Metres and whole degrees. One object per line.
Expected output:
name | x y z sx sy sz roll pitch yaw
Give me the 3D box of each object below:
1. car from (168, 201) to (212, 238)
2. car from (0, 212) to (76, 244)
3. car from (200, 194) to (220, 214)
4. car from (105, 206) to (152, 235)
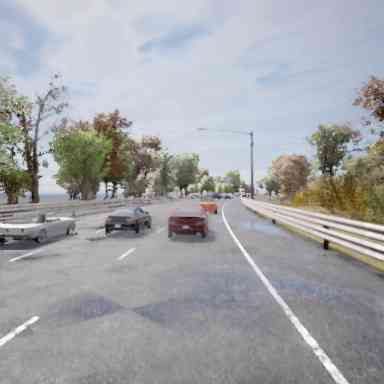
car | -0.096 1.473 17.799 1.882 1.535 5.008 0 0 4
car | -7.270 1.612 15.795 1.895 1.301 4.718 0 0 4
car | 1.672 1.347 35.833 2.097 1.767 4.553 0 0 5
car | -3.521 1.529 18.874 1.812 1.442 4.674 0 0 4
